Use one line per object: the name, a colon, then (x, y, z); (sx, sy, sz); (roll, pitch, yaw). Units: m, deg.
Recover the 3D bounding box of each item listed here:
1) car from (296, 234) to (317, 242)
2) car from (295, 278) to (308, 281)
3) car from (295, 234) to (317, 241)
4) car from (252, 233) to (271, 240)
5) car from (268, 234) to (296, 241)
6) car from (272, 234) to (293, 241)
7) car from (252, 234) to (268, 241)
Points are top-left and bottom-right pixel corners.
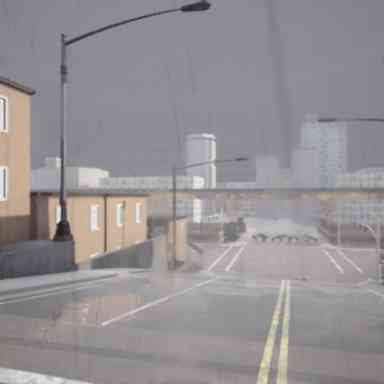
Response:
car: (26.331, 10.604, 76.757); (4.974, 1.542, 2.038); (-1, -1, 45)
car: (11.662, 9.917, 35.398); (1.994, 1.385, 4.181); (-1, -13, 16)
car: (26.293, 10.447, 76.796); (4.536, 1.218, 1.853); (-1, -1, 45)
car: (16.500, 10.520, 78.813); (1.853, 1.218, 4.536); (0, -1, -30)
car: (20.956, 10.638, 77.493); (4.974, 1.542, 2.038); (0, -1, -20)
car: (21.004, 10.481, 77.514); (4.536, 1.218, 1.853); (0, -1, -20)
car: (16.528, 10.677, 78.766); (2.038, 1.542, 4.974); (0, -1, -30)
